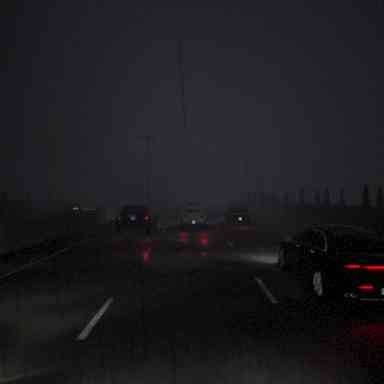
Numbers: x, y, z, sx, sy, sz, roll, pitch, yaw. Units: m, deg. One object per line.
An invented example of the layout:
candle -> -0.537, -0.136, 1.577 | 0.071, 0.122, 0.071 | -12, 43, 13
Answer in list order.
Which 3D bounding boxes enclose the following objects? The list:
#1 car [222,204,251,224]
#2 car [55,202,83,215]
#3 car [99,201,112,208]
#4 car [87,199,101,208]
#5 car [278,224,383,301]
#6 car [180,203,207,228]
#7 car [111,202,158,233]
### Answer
car -> 3.602, 1.778, 27.234 | 1.837, 1.490, 4.892 | 0, -1, 0
car -> -14.078, 1.891, 38.368 | 1.837, 1.490, 4.892 | 0, -1, 0
car -> -10.553, 2.052, 44.869 | 1.895, 1.301, 4.718 | 0, -1, 0
car -> -17.503, 2.083, 60.188 | 1.882, 1.535, 5.008 | 0, -1, 0
car -> 3.601, 1.591, 8.490 | 1.837, 1.490, 4.892 | 0, -1, 0
car -> 0.103, 1.766, 23.943 | 1.812, 1.442, 4.674 | 0, 0, 0
car -> -3.398, 1.566, 21.214 | 2.097, 1.767, 4.553 | 0, -1, 0
